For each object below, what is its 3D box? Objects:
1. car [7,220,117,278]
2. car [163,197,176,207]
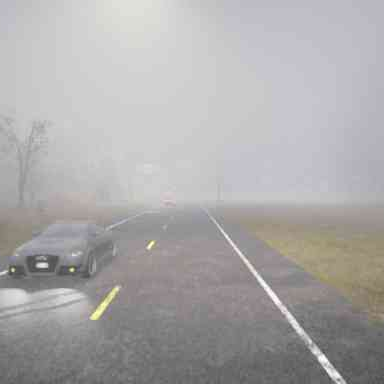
[{"bbox_3d":[-3.597,1.567,9.976,1.994,1.385,4.181,0,0,0],"label":"car"},{"bbox_3d":[-3.540,1.495,53.040,1.882,1.535,5.008,0,0,1],"label":"car"}]
